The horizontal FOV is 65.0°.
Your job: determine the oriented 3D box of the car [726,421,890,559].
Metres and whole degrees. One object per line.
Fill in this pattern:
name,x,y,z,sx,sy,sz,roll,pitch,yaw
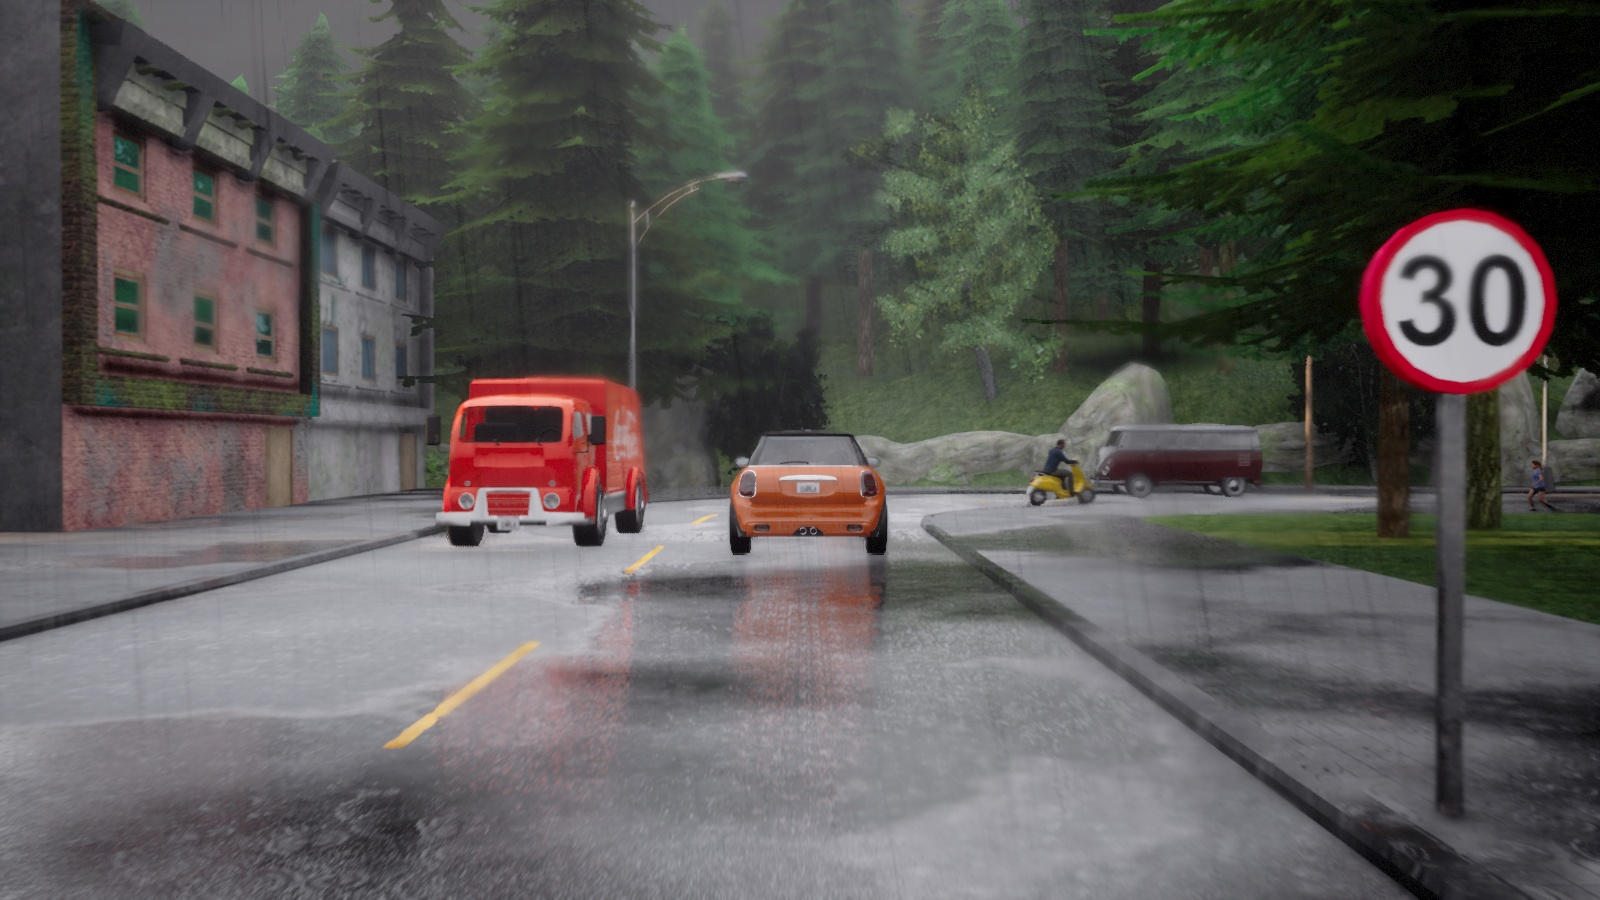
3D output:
car,0.119,0.501,18.367,2.097,1.767,4.553,0,0,0

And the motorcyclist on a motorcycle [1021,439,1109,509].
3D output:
motorcyclist on a motorcycle,6.240,0.539,29.645,1.817,1.590,0.866,0,2,-18

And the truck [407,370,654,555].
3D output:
truck,-3.897,0.147,19.360,2.627,2.467,5.204,0,0,1

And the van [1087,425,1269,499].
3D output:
van,10.255,0.314,34.272,4.442,1.987,1.775,0,0,0

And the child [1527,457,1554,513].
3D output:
child,14.872,0.706,25.233,0.394,1.110,0.255,0,0,-1
